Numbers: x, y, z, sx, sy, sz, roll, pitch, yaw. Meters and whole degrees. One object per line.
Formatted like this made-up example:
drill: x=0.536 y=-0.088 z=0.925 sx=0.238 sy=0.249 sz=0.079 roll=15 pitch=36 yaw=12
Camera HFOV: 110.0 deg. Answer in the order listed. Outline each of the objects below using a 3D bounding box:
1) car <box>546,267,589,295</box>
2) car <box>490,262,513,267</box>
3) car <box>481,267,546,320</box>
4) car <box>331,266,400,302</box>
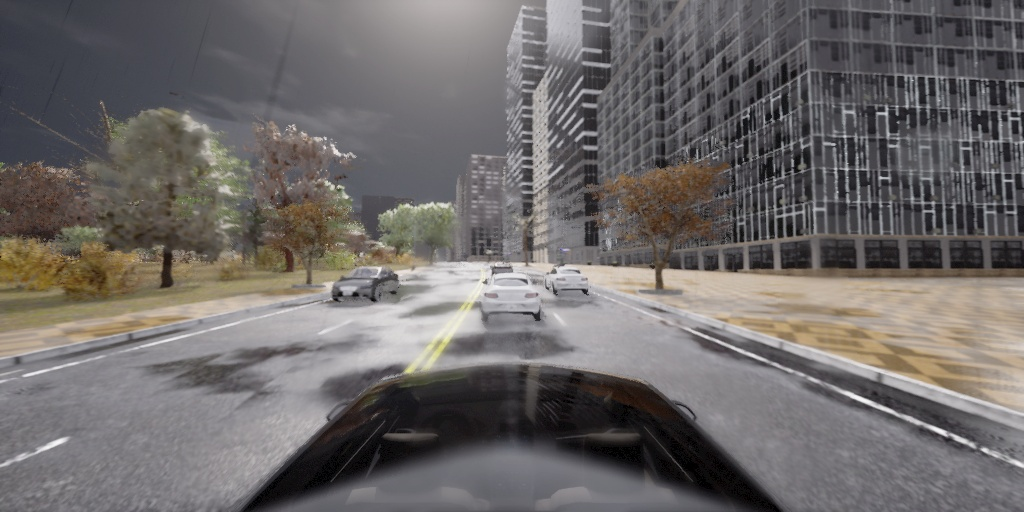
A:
car: x=2.962 y=1.305 z=19.923 sx=1.812 sy=1.442 sz=4.674 roll=0 pitch=0 yaw=-2
car: x=-0.889 y=1.299 z=31.867 sx=2.128 sy=1.511 sz=4.902 roll=0 pitch=0 yaw=-4
car: x=-0.063 y=1.289 z=12.508 sx=1.812 sy=1.442 sz=4.674 roll=0 pitch=0 yaw=-1
car: x=-6.764 y=1.262 z=17.047 sx=2.128 sy=1.511 sz=4.902 roll=0 pitch=0 yaw=-2
